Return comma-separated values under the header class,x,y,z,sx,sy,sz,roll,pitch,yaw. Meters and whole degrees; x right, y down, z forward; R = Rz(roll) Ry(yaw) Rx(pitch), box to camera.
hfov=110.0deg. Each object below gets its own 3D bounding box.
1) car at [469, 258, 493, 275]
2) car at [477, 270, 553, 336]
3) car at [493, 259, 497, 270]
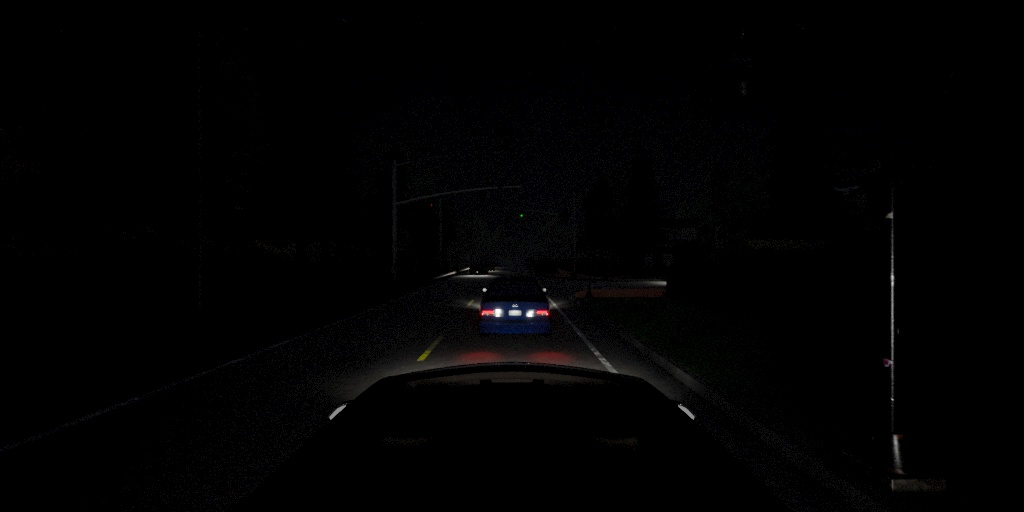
class,x,y,z,sx,sy,sz,roll,pitch,yaw
car,-3.625,1.297,40.032,2.033,1.411,5.357,0,0,0
car,0.074,1.297,10.389,2.033,1.411,5.357,0,0,0
car,-3.633,1.102,51.290,2.097,1.767,4.553,0,0,0
